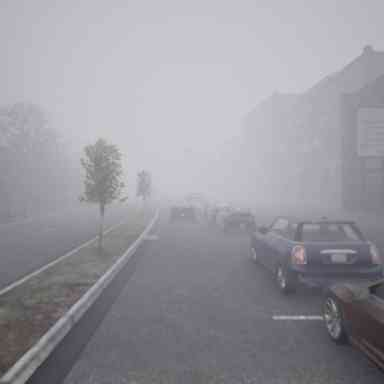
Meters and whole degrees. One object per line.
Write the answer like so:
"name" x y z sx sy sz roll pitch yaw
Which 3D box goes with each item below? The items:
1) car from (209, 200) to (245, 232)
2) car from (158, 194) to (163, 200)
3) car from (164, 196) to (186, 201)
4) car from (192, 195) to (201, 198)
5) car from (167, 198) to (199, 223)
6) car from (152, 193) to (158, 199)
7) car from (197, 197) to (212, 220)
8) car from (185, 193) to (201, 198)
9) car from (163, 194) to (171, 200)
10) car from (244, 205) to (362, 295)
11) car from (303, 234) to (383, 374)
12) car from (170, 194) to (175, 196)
"car" 2.547 1.492 20.034 2.231 1.521 4.892 0 0 -2
"car" -6.301 1.298 82.090 2.163 1.488 4.792 0 0 -13
"car" -2.237 1.583 42.830 1.895 1.301 4.718 0 0 -6
"car" 1.397 1.480 36.878 1.946 1.575 5.366 0 0 -5
"car" -0.789 1.484 25.938 1.882 1.535 5.008 0 0 -4
"car" -8.834 1.201 91.347 2.097 1.535 5.008 0 0 -16
"car" 1.871 1.489 31.143 2.097 1.535 5.008 0 0 -4
"car" 0.193 1.205 47.785 2.435 2.045 5.566 0 0 -7
"car" -4.667 1.309 75.240 1.946 1.575 5.366 0 0 -12
"car" 2.955 1.362 8.895 2.185 1.767 4.553 0 0 -1
"car" 3.053 1.513 3.395 2.163 1.488 4.792 0 0 0
"car" -2.426 1.372 64.452 1.946 1.575 5.366 0 0 -10
